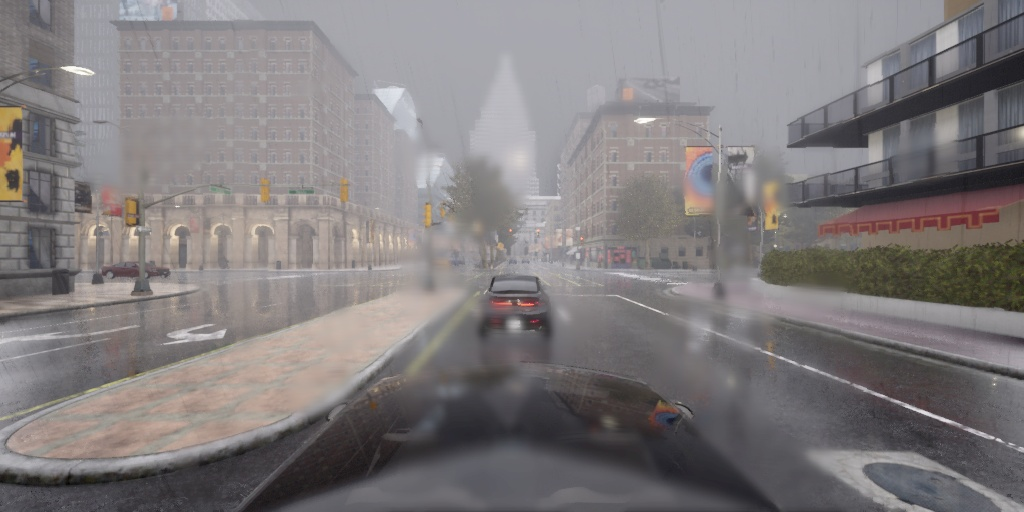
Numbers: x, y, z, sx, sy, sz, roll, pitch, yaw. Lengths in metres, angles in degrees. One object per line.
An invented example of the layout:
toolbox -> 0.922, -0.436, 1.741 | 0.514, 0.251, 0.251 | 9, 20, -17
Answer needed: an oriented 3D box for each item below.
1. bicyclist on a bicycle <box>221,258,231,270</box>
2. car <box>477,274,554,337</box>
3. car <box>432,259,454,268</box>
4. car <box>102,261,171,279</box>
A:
bicyclist on a bicycle -> -37.204, 1.050, 46.660 | 0.582, 1.620, 1.656 | 0, 0, 0
car -> 0.095, 1.255, 10.248 | 1.837, 1.490, 4.892 | 0, 0, 0
car -> -11.450, 1.228, 59.578 | 1.882, 1.535, 5.008 | 0, 0, 0
car -> -33.654, 1.228, 32.203 | 5.008, 1.535, 1.882 | 0, 0, 0
